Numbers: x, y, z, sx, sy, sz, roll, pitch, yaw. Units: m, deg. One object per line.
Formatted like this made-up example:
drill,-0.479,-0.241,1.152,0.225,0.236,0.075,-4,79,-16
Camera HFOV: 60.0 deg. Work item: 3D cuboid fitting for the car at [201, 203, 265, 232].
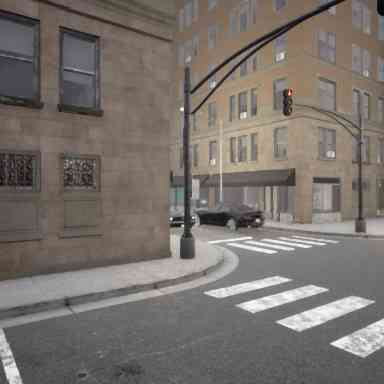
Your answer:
car,2.032,1.391,19.885,1.882,1.535,5.008,0,0,-38

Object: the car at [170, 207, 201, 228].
car,-1.760,1.502,19.830,1.895,1.301,4.718,0,0,-36
